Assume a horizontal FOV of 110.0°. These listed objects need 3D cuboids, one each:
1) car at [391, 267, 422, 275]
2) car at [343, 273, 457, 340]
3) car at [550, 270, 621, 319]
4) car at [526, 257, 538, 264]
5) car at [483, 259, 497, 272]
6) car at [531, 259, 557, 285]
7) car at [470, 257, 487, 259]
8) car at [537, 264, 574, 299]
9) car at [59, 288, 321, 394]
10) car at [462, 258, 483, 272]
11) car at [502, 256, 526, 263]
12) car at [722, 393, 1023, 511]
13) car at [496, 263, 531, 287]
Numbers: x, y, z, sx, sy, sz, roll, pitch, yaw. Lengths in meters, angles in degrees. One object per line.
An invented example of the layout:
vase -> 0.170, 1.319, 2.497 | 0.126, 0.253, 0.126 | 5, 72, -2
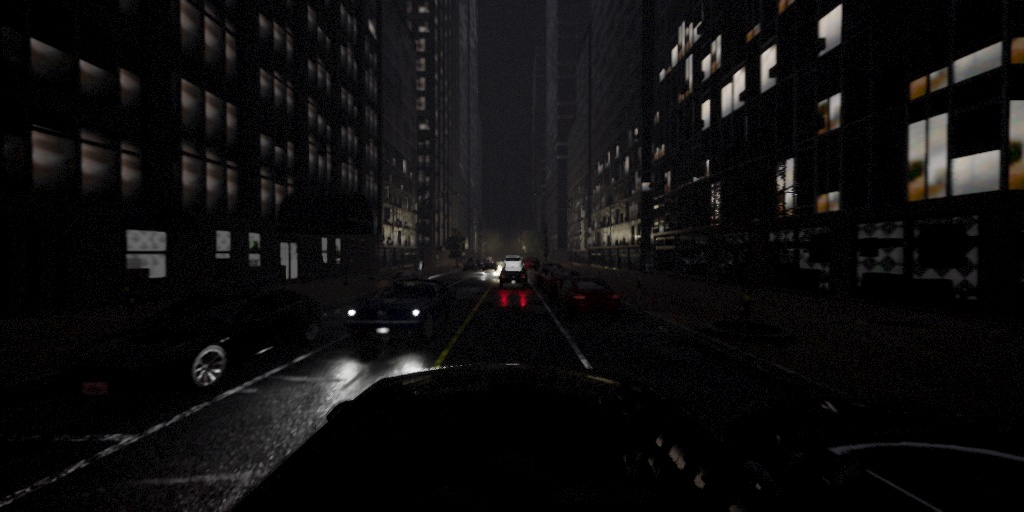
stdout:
car -> -5.322, 1.270, 17.885 | 1.751, 1.417, 4.829 | 0, 0, 0
car -> -2.852, 1.348, 10.178 | 1.895, 1.301, 4.718 | 0, 0, 1
car -> 2.528, 1.326, 12.436 | 1.802, 1.307, 4.207 | 0, 0, 0
car -> 2.516, 1.054, 46.329 | 2.192, 1.841, 5.009 | 0, 0, 0
car -> -2.847, 1.341, 46.815 | 1.895, 1.301, 4.718 | 0, 0, 0
car -> 2.524, 1.181, 23.733 | 1.967, 1.591, 4.097 | 0, 0, 0
car -> -5.334, 1.056, 51.945 | 2.192, 1.841, 5.009 | 0, 0, 0
car -> 2.526, 1.288, 18.085 | 1.888, 1.381, 4.507 | 0, 0, 0
car -> -5.318, 1.314, 6.758 | 1.948, 1.339, 4.313 | 0, 0, 0
car -> -5.332, 1.291, 46.296 | 2.007, 1.370, 4.403 | 0, 0, 0
car -> 0.086, 0.963, 39.722 | 2.150, 2.045, 5.566 | 0, 0, 0
car -> 2.532, 1.300, 1.139 | 2.007, 1.370, 4.403 | 0, 0, 0
car -> 0.090, 1.342, 24.637 | 1.895, 1.301, 4.718 | 0, 0, 0
